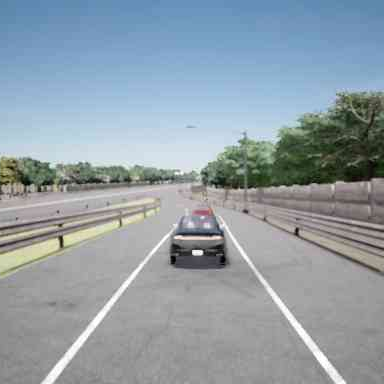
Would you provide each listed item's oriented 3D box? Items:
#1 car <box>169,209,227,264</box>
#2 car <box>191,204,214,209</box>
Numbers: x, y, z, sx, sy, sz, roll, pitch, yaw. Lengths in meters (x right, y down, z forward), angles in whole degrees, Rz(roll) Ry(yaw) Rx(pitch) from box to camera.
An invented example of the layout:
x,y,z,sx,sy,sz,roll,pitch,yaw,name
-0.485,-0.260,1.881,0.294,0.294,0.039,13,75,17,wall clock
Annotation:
x,y,z,sx,sy,sz,roll,pitch,yaw,name
0.260,1.596,12.218,2.128,1.511,4.902,0,0,2,car
0.877,1.760,27.877,1.812,1.442,4.674,0,0,3,car
